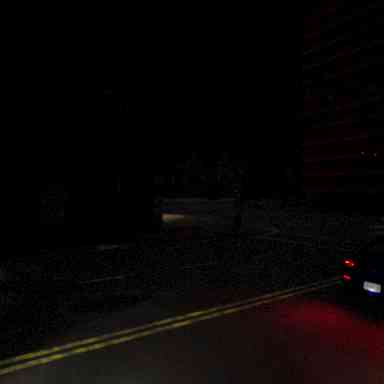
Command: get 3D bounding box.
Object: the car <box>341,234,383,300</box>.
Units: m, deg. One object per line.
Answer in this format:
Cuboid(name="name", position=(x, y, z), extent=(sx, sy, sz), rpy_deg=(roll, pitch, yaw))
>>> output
Cuboid(name="car", position=(5.198, 1.606, 7.468), extent=(4.674, 1.442, 1.812), rpy_deg=(1, 0, -35))
